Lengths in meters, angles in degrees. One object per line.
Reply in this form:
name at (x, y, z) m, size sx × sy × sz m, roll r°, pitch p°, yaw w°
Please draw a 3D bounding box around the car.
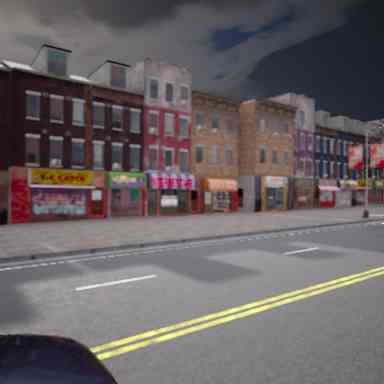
car at (-2.371, 1.567, 1.748) m, size 4.181 × 1.385 × 1.994 m, roll 0°, pitch 0°, yaw -35°
